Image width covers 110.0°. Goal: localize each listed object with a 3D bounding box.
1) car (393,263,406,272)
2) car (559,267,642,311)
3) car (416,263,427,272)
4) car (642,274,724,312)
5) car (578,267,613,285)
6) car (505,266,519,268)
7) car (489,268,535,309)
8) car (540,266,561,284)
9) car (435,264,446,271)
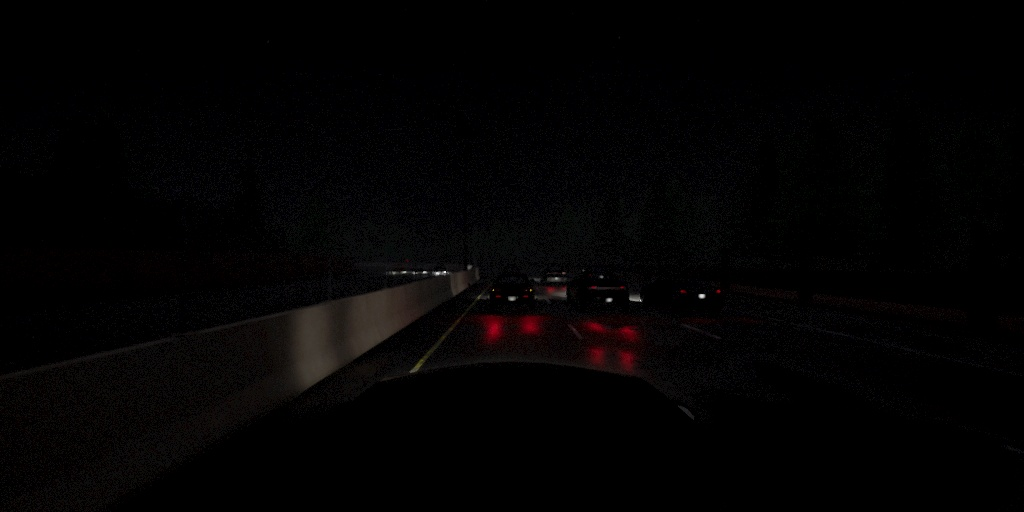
[{"bbox_3d":[-19.200,1.901,61.004,1.882,1.535,5.008,0,-1,-19],"label":"car"},{"bbox_3d":[3.514,1.397,15.323,2.128,1.511,4.902,0,-1,0],"label":"car"},{"bbox_3d":[-15.771,1.958,61.788,1.812,1.442,4.674,0,-1,-18],"label":"car"},{"bbox_3d":[7.012,1.468,15.216,1.994,1.385,4.181,0,-1,0],"label":"car"},{"bbox_3d":[6.972,1.640,30.385,1.994,1.385,4.181,0,-1,-1],"label":"car"},{"bbox_3d":[-0.030,1.605,30.712,1.812,1.442,4.674,0,0,-1],"label":"car"},{"bbox_3d":[0.017,1.434,15.710,1.812,1.442,4.674,0,0,0],"label":"car"},{"bbox_3d":[3.471,1.568,30.321,2.128,1.511,4.902,0,-1,-1],"label":"car"},{"bbox_3d":[-12.791,2.059,64.001,1.895,1.301,4.718,0,-1,-19],"label":"car"}]
